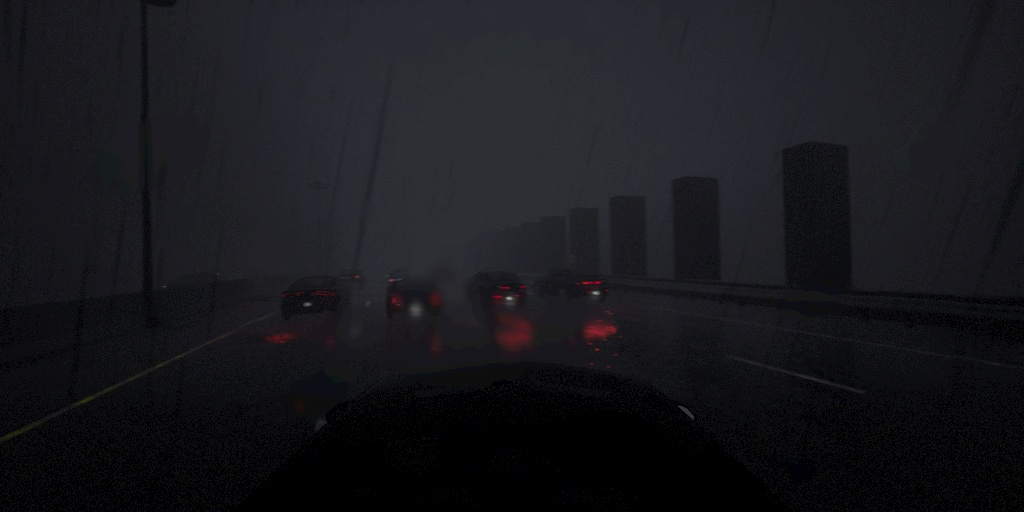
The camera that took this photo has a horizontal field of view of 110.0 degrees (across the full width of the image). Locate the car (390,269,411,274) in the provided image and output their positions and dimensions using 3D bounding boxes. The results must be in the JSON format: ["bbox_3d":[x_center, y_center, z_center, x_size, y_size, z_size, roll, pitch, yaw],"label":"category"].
[{"bbox_3d":[-8.283,1.712,26.684,2.033,1.411,5.357,-1,-1,-19],"label":"car"}]

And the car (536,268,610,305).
[{"bbox_3d":[2.601,1.320,16.662,1.837,1.490,4.892,-1,-1,-19],"label":"car"}]

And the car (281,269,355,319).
[{"bbox_3d":[-7.783,1.524,14.601,1.882,1.535,5.008,-1,0,-19],"label":"car"}]

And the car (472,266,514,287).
[{"bbox_3d":[-1.680,1.575,29.002,2.033,1.411,5.357,-1,-1,-18],"label":"car"}]

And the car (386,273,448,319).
[{"bbox_3d":[-3.924,1.552,14.111,1.895,1.301,4.718,-1,-1,-19],"label":"car"}]

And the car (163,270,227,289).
[{"bbox_3d":[-23.158,2.018,26.151,1.837,1.490,4.892,-1,-1,-19],"label":"car"}]

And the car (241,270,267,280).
[{"bbox_3d":[-34.827,2.584,48.406,1.895,1.301,4.718,-1,-1,-20],"label":"car"}]

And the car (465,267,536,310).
[{"bbox_3d":[-0.835,1.399,15.902,1.837,1.490,4.892,-1,0,-19],"label":"car"}]

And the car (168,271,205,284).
[{"bbox_3d":[-41.227,2.674,45.539,1.994,1.385,4.181,-1,0,-20],"label":"car"}]

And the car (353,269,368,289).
[{"bbox_3d":[-12.280,1.759,27.617,2.128,1.511,4.902,-1,0,-18],"label":"car"}]

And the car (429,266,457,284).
[{"bbox_3d":[-6.042,1.626,31.026,1.882,1.535,5.008,-1,0,-19],"label":"car"}]

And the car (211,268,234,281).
[{"bbox_3d":[-37.656,2.382,45.956,2.097,1.767,4.553,-1,-1,-21],"label":"car"}]
